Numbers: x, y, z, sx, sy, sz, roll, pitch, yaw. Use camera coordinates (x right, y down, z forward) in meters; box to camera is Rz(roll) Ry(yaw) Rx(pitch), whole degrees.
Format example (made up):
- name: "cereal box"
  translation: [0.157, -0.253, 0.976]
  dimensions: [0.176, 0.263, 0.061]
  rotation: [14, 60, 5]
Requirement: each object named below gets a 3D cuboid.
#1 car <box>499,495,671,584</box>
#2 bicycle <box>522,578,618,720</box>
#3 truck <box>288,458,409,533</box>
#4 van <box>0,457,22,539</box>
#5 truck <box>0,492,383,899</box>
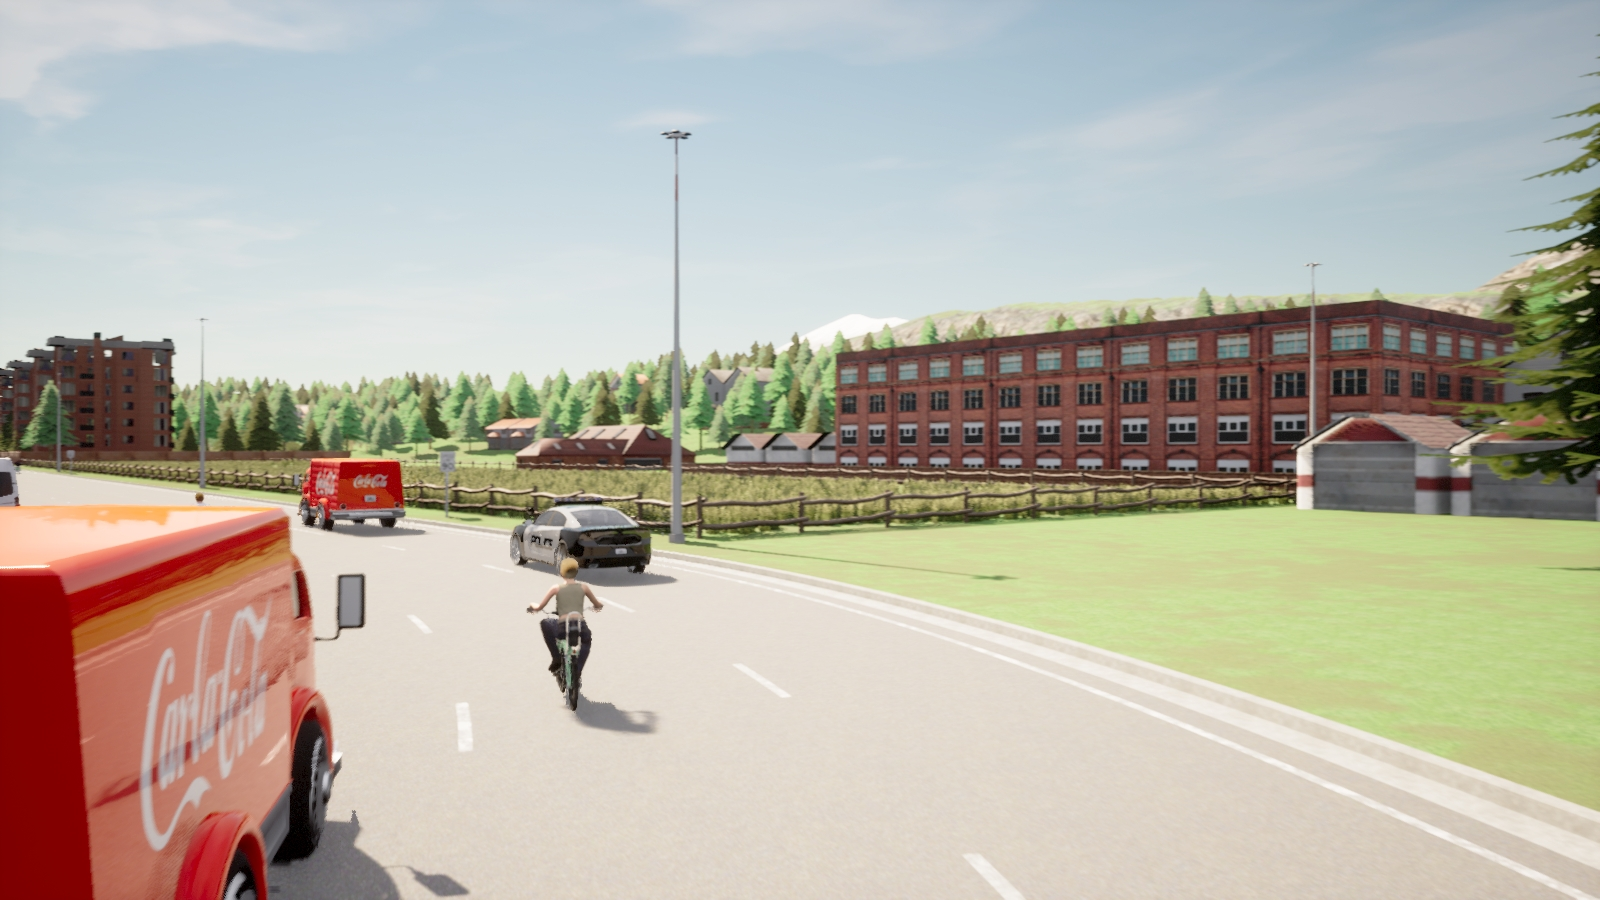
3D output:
- name: "car"
  translation: [-5.109, 1.966, 26.488]
  dimensions: [2.097, 1.638, 5.238]
  rotation: [0, 0, -33]
- name: "bicycle"
  translation: [-2.569, 2.150, 12.646]
  dimensions: [0.859, 1.276, 1.487]
  rotation: [0, 0, -19]
- name: "truck"
  translation: [-16.345, 1.549, 41.223]
  dimensions: [2.627, 2.467, 5.204]
  rotation: [0, 0, -39]
- name: "van"
  translation: [-27.447, 1.522, 38.145]
  dimensions: [1.988, 2.561, 5.915]
  rotation: [0, 0, -39]
- name: "truck"
  translation: [-4.081, 1.566, 6.250]
  dimensions: [2.627, 2.467, 5.204]
  rotation: [1, 0, -12]
